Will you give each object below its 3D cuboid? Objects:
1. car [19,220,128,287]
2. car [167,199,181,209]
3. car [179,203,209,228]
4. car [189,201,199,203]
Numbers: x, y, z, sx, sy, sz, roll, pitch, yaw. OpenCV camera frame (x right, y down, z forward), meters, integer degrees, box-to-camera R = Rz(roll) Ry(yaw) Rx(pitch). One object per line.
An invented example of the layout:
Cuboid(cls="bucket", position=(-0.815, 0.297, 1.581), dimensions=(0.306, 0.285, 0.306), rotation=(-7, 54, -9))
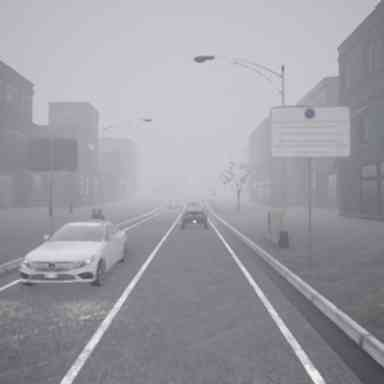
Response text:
Cuboid(cls="car", position=(-3.068, 1.573, 9.588), dimensions=(1.812, 1.442, 4.674), rotation=(0, -1, 0))
Cuboid(cls="car", position=(-2.867, 1.930, 53.428), dimensions=(2.128, 1.511, 4.902), rotation=(1, 0, 0))
Cuboid(cls="car", position=(0.188, 1.795, 24.862), dimensions=(1.837, 1.490, 4.892), rotation=(0, -1, 0))
Cuboid(cls="car", position=(0.255, 1.960, 43.066), dimensions=(2.033, 1.649, 4.856), rotation=(0, 0, 0))
